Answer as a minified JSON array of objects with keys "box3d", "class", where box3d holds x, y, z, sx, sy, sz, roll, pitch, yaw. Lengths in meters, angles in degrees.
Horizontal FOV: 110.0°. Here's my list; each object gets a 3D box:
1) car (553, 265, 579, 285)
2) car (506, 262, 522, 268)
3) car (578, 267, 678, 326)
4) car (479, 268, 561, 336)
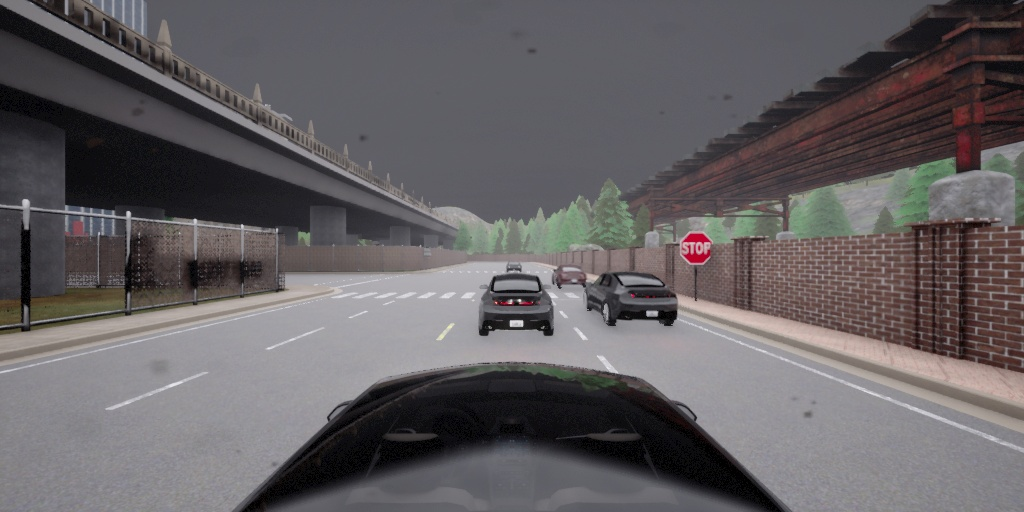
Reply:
[{"box3d":[3.687,1.276,23.373,1.812,1.442,4.674,0,0,1],"class":"car"},{"box3d":[0.234,1.351,44.987,1.895,1.301,4.718,0,0,0],"class":"car"},{"box3d":[3.608,1.253,11.635,1.837,1.490,4.892,0,0,0],"class":"car"},{"box3d":[0.105,1.255,10.378,1.837,1.490,4.892,0,0,0],"class":"car"}]
